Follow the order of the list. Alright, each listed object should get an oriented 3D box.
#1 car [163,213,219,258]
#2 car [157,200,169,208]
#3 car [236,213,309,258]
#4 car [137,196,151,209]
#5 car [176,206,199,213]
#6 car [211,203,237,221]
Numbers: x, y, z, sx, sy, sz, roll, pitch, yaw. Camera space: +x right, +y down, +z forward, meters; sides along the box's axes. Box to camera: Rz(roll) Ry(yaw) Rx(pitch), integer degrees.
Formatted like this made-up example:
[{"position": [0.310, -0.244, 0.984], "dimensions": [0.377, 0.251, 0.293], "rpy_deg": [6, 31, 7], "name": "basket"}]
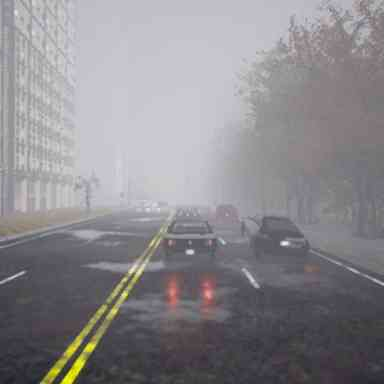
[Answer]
[{"position": [-0.065, 1.734, 13.308], "dimensions": [1.895, 1.301, 4.718], "rpy_deg": [0, -1, 0], "name": "car"}, {"position": [-5.115, 2.151, 58.534], "dimensions": [1.994, 1.385, 4.181], "rpy_deg": [0, -1, -3], "name": "car"}, {"position": [3.228, 1.563, 13.491], "dimensions": [1.994, 1.385, 4.181], "rpy_deg": [5, 5, 0], "name": "car"}, {"position": [-8.341, 1.801, 58.090], "dimensions": [2.150, 2.045, 5.566], "rpy_deg": [0, 0, -3], "name": "car"}, {"position": [-0.392, 1.884, 28.332], "dimensions": [1.895, 1.301, 4.718], "rpy_deg": [0, -1, -1], "name": "car"}, {"position": [2.804, 1.713, 29.403], "dimensions": [1.882, 1.535, 5.008], "rpy_deg": [-5, 0, -1], "name": "car"}]
